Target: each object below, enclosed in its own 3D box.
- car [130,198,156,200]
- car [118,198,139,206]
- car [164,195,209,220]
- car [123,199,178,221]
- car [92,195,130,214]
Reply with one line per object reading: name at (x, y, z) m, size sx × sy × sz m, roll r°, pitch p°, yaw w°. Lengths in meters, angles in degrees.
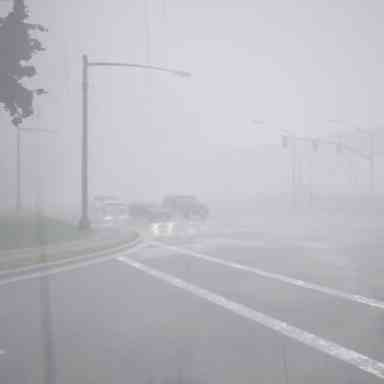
car at (-5.946, 1.664, 37.865) m, size 1.994 × 1.385 × 4.181 m, roll 0°, pitch 0°, yaw -34°
car at (-11.253, 1.755, 58.545) m, size 1.895 × 1.301 × 4.718 m, roll 0°, pitch 0°, yaw -34°
car at (-0.740, 1.310, 30.062) m, size 2.150 × 2.045 × 5.566 m, roll 0°, pitch 0°, yaw -34°
car at (-3.622, 1.621, 28.077) m, size 2.033 × 1.411 × 5.357 m, roll 0°, pitch 0°, yaw -34°
car at (-9.210, 1.308, 36.455) m, size 2.150 × 2.045 × 5.566 m, roll 0°, pitch 0°, yaw -34°
